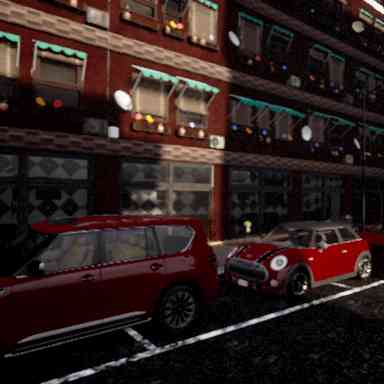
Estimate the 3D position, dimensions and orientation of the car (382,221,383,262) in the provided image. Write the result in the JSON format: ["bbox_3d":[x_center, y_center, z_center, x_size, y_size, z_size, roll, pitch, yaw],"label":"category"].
[{"bbox_3d":[7.357,1.659,11.793,4.507,1.381,1.887,1,0,-35],"label":"car"}]

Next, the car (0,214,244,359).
[{"bbox_3d":[-1.823,1.328,5.255,5.009,1.841,2.192,1,0,-35],"label":"car"}]

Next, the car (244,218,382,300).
[{"bbox_3d":[2.766,1.504,8.524,4.097,1.590,1.967,1,0,-35],"label":"car"}]
